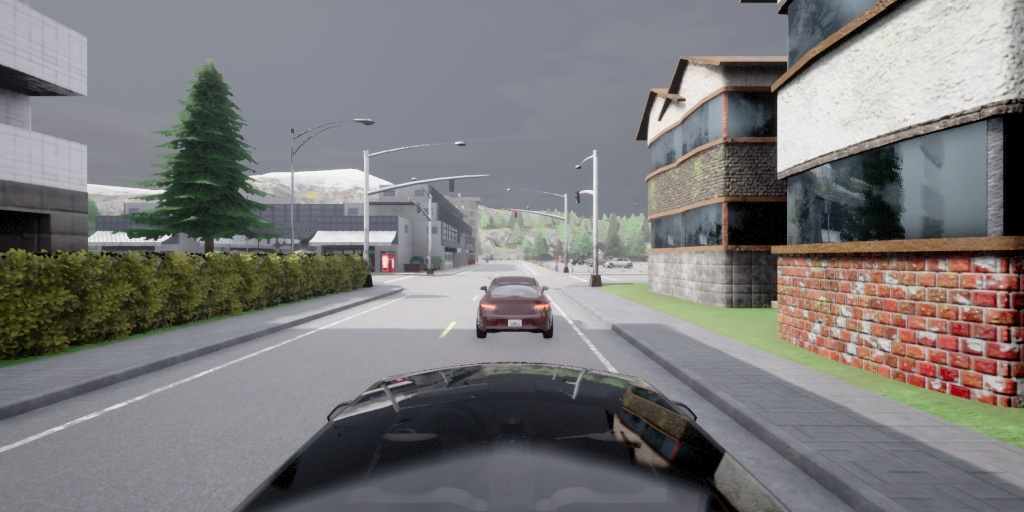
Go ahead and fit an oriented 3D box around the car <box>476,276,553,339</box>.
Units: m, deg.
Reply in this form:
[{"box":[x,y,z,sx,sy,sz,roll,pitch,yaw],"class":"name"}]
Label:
[{"box":[0.071,1.276,10.003,1.812,1.442,4.674,0,0,0],"class":"car"}]
